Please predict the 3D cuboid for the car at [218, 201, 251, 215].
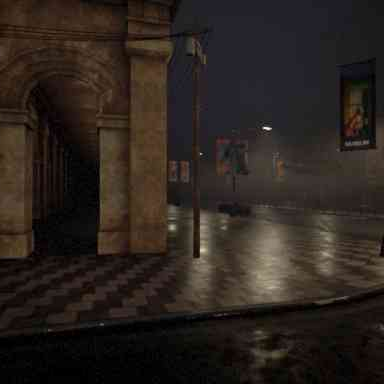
[{"bbox_3d":[4.224,1.595,33.572,1.895,1.301,4.718,0,0,-15],"label":"car"}]
